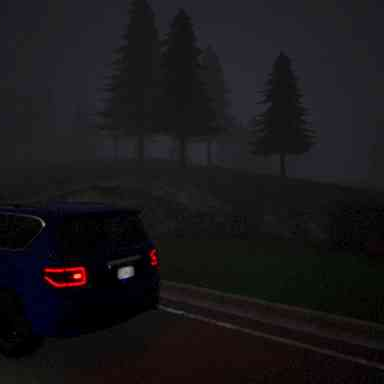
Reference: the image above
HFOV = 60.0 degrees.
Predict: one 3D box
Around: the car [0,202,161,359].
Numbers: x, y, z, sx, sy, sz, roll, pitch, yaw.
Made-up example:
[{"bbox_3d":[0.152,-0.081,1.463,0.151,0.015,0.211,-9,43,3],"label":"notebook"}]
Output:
[{"bbox_3d":[-3.104,1.211,6.206,5.566,2.045,2.150,0,0,36],"label":"car"}]
